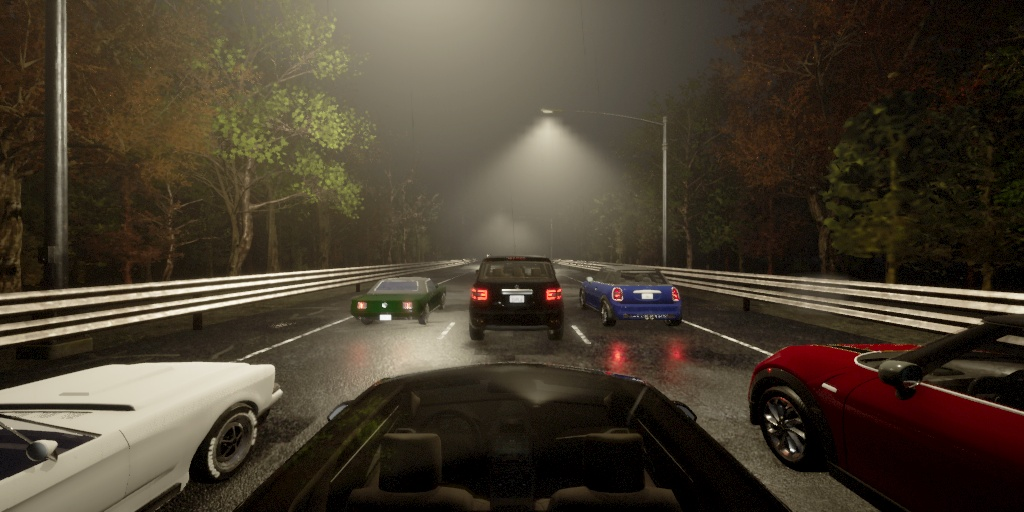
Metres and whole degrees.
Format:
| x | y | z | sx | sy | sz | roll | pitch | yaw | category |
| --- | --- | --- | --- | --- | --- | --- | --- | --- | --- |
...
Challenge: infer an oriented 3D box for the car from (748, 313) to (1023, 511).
| x | y | z | sx | sy | sz | roll | pitch | yaw | category |
| --- | --- | --- | --- | --- | --- | --- | --- | --- | --- |
| 3.595 | 1.102 | 1.992 | 2.097 | 1.767 | 4.553 | 0 | 0 | 0 | car |

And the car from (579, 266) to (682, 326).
| x | y | z | sx | sy | sz | roll | pitch | yaw | category |
| --- | --- | --- | --- | --- | --- | --- | --- | --- | --- |
| 3.605 | 1.099 | 11.744 | 2.097 | 1.767 | 4.553 | 0 | 0 | -1 | car |

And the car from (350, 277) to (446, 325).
| x | y | z | sx | sy | sz | roll | pitch | yaw | category |
| --- | --- | --- | --- | --- | --- | --- | --- | --- | --- |
| -3.395 | 1.348 | 11.762 | 1.895 | 1.301 | 4.718 | 0 | 0 | -1 | car |

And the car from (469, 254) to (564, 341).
| x | y | z | sx | sy | sz | roll | pitch | yaw | category |
| --- | --- | --- | --- | --- | --- | --- | --- | --- | --- |
| 0.103 | 0.970 | 10.045 | 2.150 | 2.045 | 5.566 | 0 | 0 | 0 | car |

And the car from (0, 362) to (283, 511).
| x | y | z | sx | sy | sz | roll | pitch | yaw | category |
| --- | --- | --- | --- | --- | --- | --- | --- | --- | --- |
| -3.401 | 1.351 | 1.707 | 1.895 | 1.301 | 4.718 | 0 | 0 | 0 | car |
